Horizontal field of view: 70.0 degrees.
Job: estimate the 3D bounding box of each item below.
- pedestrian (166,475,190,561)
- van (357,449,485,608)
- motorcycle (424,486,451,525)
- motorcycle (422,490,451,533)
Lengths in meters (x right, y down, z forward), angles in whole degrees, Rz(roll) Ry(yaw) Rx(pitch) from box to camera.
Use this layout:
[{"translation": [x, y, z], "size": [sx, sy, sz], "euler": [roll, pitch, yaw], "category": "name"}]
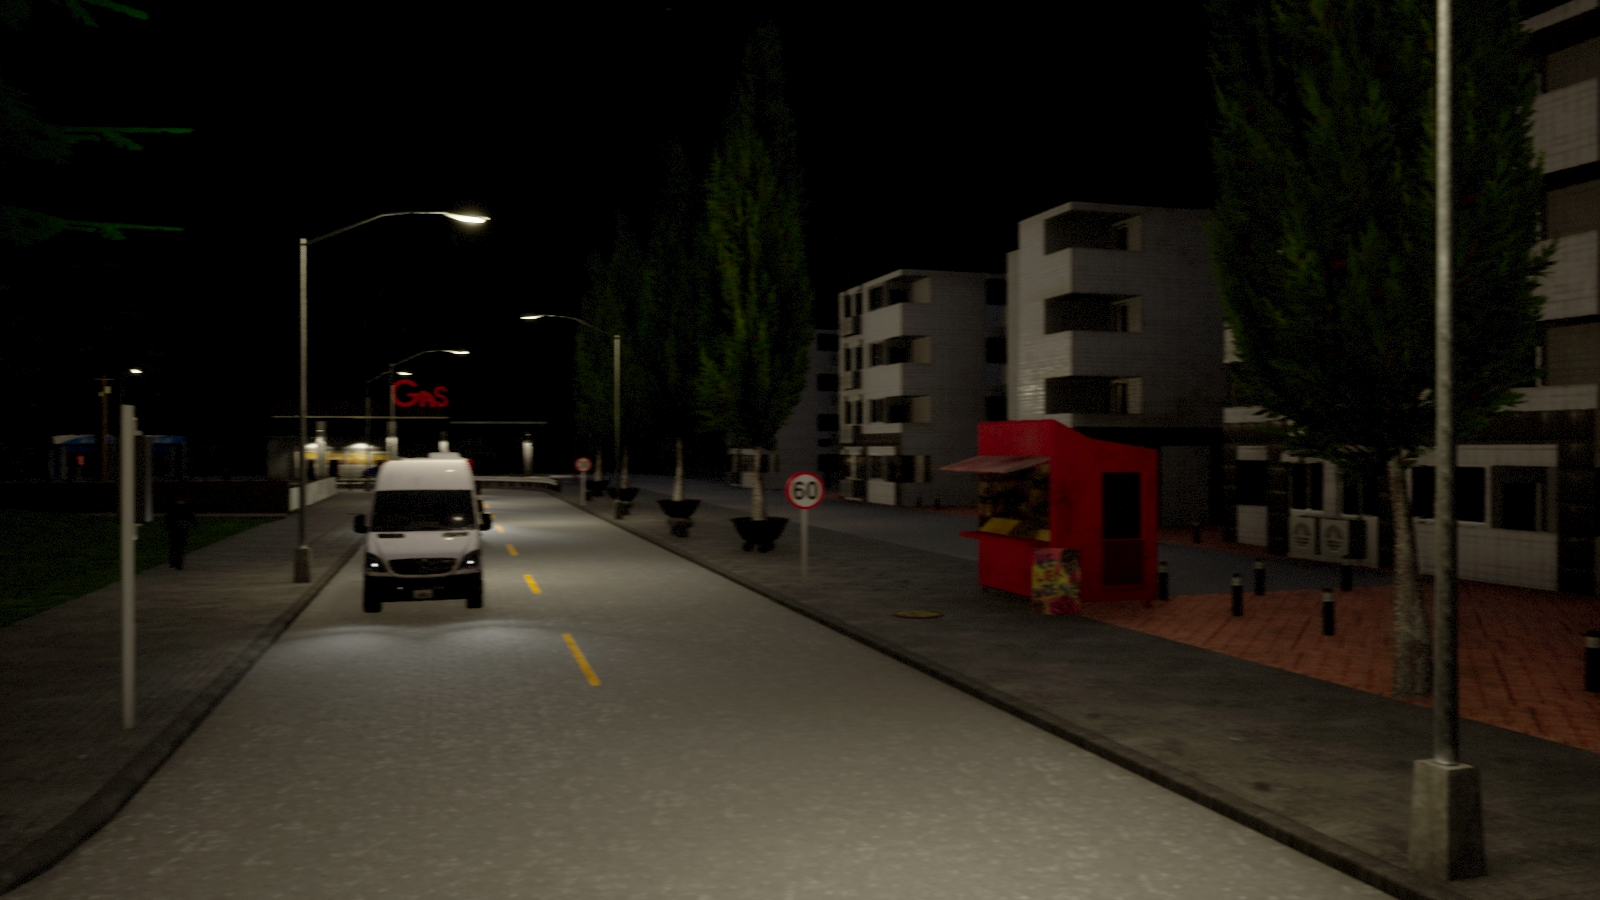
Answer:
[{"translation": [-13.673, 1.491, 25.123], "size": [0.375, 1.860, 0.375], "euler": [0, 0, -17], "category": "pedestrian"}, {"translation": [-7.096, 1.277, 21.649], "size": [1.988, 2.561, 5.915], "euler": [0, 0, -17], "category": "van"}, {"translation": [-12.585, 1.916, 39.713], "size": [0.867, 1.251, 2.209], "euler": [0, 0, -17], "category": "motorcycle"}, {"translation": [-11.377, 1.900, 35.804], "size": [0.856, 1.236, 1.805], "euler": [0, 0, -17], "category": "motorcycle"}]
